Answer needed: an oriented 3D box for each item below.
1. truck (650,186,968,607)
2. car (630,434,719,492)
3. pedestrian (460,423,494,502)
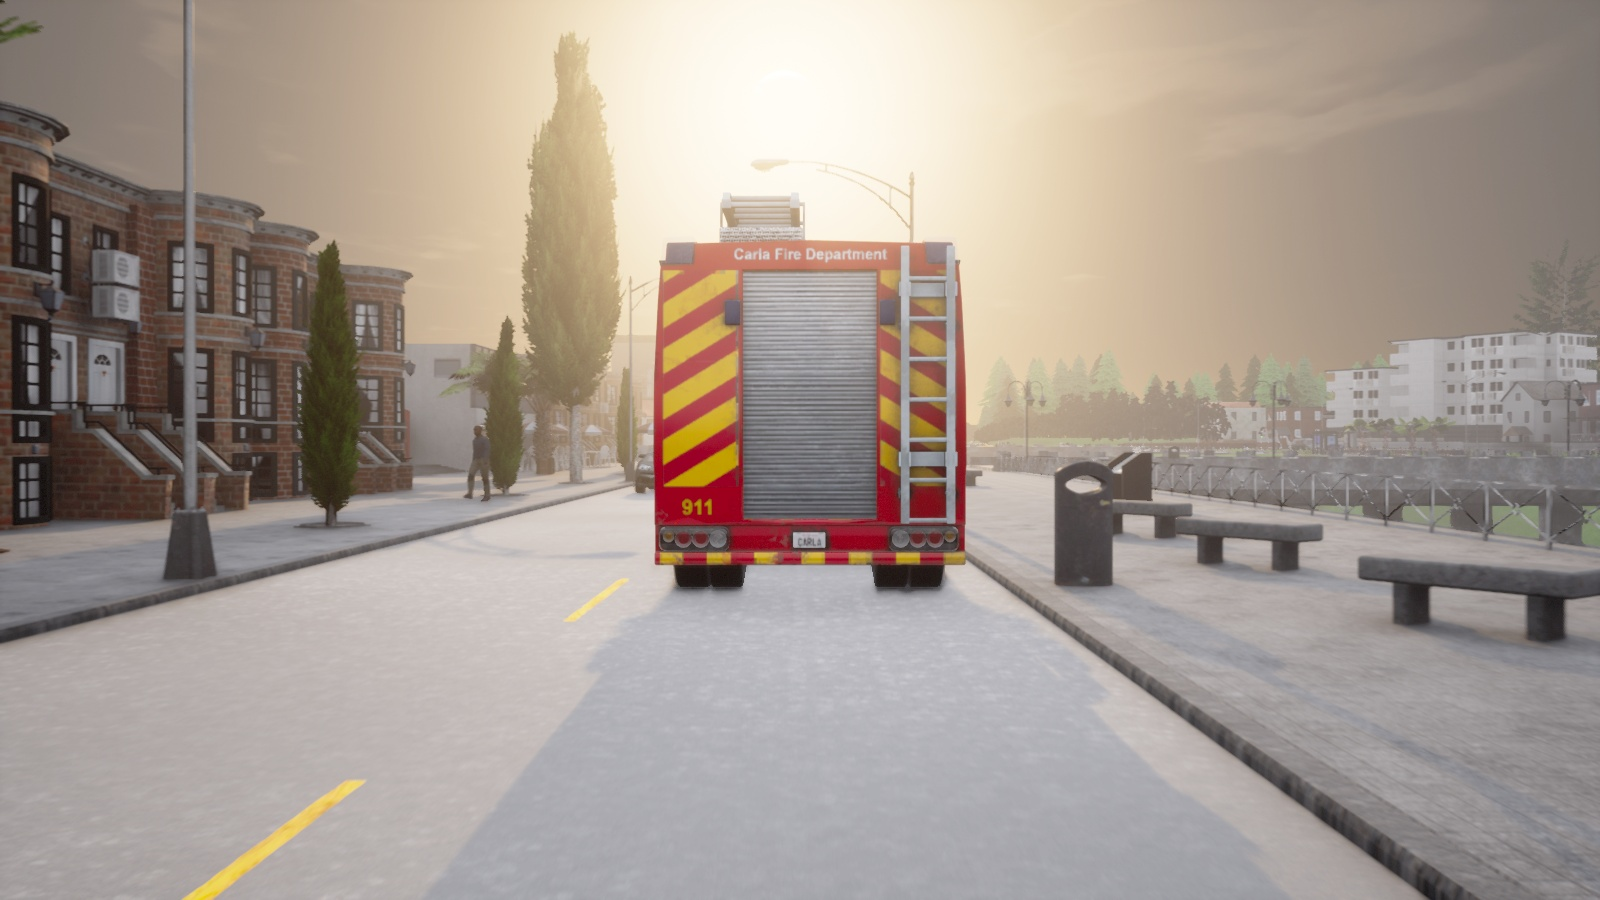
[{"bbox_3d":[0.103,-0.506,15.650,2.891,3.827,8.468,0,0,0],"label":"truck"},{"bbox_3d":[-3.772,0.371,38.468,2.242,1.667,4.611,0,0,0],"label":"car"},{"bbox_3d":[-7.570,0.284,29.436,0.370,1.835,0.726,0,0,29],"label":"pedestrian"}]
